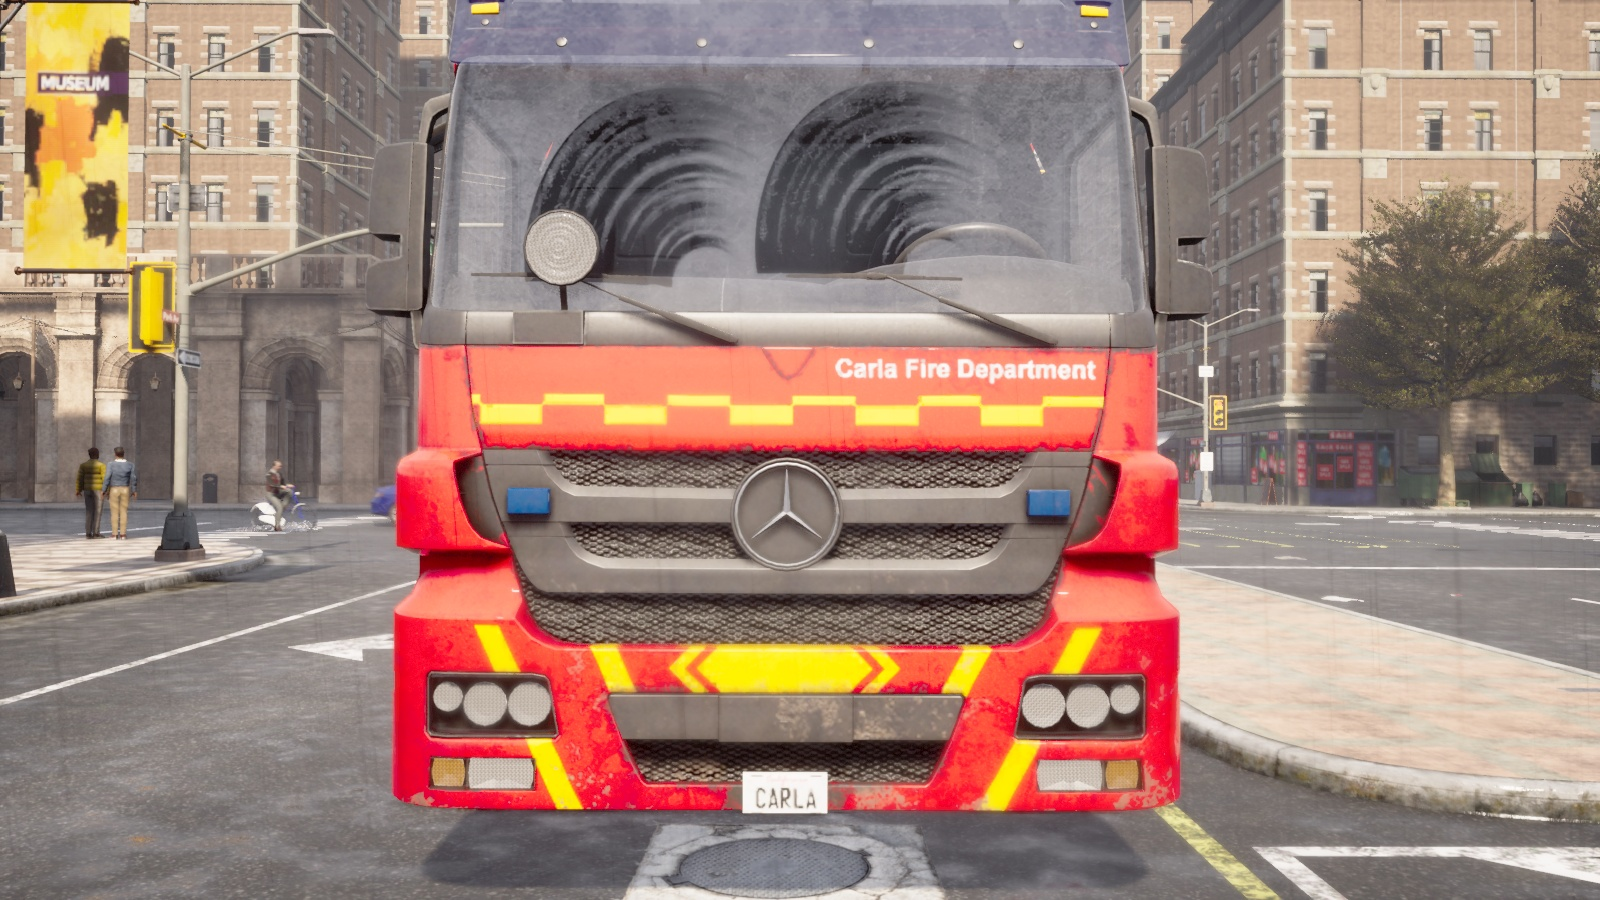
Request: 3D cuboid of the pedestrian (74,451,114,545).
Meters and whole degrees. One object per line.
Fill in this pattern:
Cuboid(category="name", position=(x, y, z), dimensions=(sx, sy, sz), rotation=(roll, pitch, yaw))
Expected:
Cuboid(category="pedestrian", position=(-14.035, 0.946, 24.985), dimensions=(0.370, 1.835, 0.726), rotation=(0, -1, 0))

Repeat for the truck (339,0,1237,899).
Cuboid(category="truck", position=(-0.054, -0.211, 8.305), dimensions=(2.891, 3.827, 8.468), rotation=(0, -1, 0))

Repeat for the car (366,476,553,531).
Cuboid(category="car", position=(-9.366, 1.461, 34.796), dimensions=(4.674, 1.442, 1.812), rotation=(0, -1, -1))

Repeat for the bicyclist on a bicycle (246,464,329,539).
Cuboid(category="bicyclist on a bicycle", position=(-12.480, 1.247, 30.585), dimensions=(1.843, 1.776, 0.659), rotation=(-1, 0, 14))

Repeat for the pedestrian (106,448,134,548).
Cuboid(category="pedestrian", position=(-13.447, 0.941, 24.820), dimensions=(0.423, 1.949, 0.788), rotation=(0, -1, -32))
